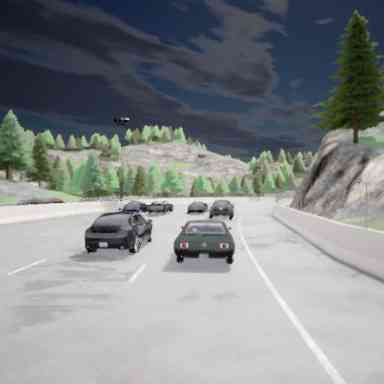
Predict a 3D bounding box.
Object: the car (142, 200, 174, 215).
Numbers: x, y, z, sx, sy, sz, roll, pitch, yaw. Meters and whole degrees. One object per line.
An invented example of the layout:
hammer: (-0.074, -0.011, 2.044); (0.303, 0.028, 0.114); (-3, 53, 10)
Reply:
car: (-3.296, 1.634, 36.128); (2.128, 1.511, 4.902); (0, 0, 11)

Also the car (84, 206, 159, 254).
car: (-2.845, 1.552, 13.827); (1.837, 1.490, 4.892); (0, 0, 5)

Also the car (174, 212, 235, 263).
car: (0.521, 1.659, 12.259); (1.895, 1.301, 4.718); (0, 0, 4)

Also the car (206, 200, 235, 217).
car: (2.946, 1.510, 31.395); (2.097, 1.767, 4.553); (0, 0, 11)

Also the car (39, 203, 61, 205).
car: (-21.678, 1.576, 50.908); (1.882, 1.535, 5.008); (0, 0, 14)

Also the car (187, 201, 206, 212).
car: (0.785, 1.741, 38.420); (1.994, 1.385, 4.181); (0, 0, 12)

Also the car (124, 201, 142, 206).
car: (-6.405, 1.698, 38.313); (1.994, 1.385, 4.181); (0, 0, 12)
